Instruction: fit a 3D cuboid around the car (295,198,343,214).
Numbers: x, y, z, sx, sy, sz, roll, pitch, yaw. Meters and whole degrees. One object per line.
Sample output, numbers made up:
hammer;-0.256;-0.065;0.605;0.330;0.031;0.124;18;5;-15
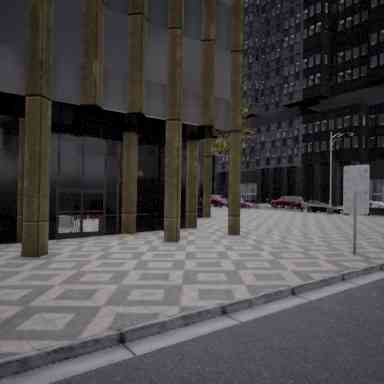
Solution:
car;13.115;1.539;33.803;1.947;1.339;4.313;1;-1;-35

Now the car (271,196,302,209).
car;13.679;1.486;47.737;2.192;1.841;5.009;1;-1;-35

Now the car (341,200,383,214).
car;20.060;1.707;38.746;2.008;1.369;4.403;1;-1;-35

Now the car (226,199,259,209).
car;6.731;1.570;42.793;1.802;1.307;4.206;1;-1;-35

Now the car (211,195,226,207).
car;3.543;1.311;47.291;2.192;1.841;5.009;1;-1;-35

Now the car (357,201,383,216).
car;16.308;1.517;29.309;2.008;1.369;4.403;1;-1;-35

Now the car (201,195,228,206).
car;4.103;1.511;61.221;2.192;1.841;5.009;1;-1;-35
